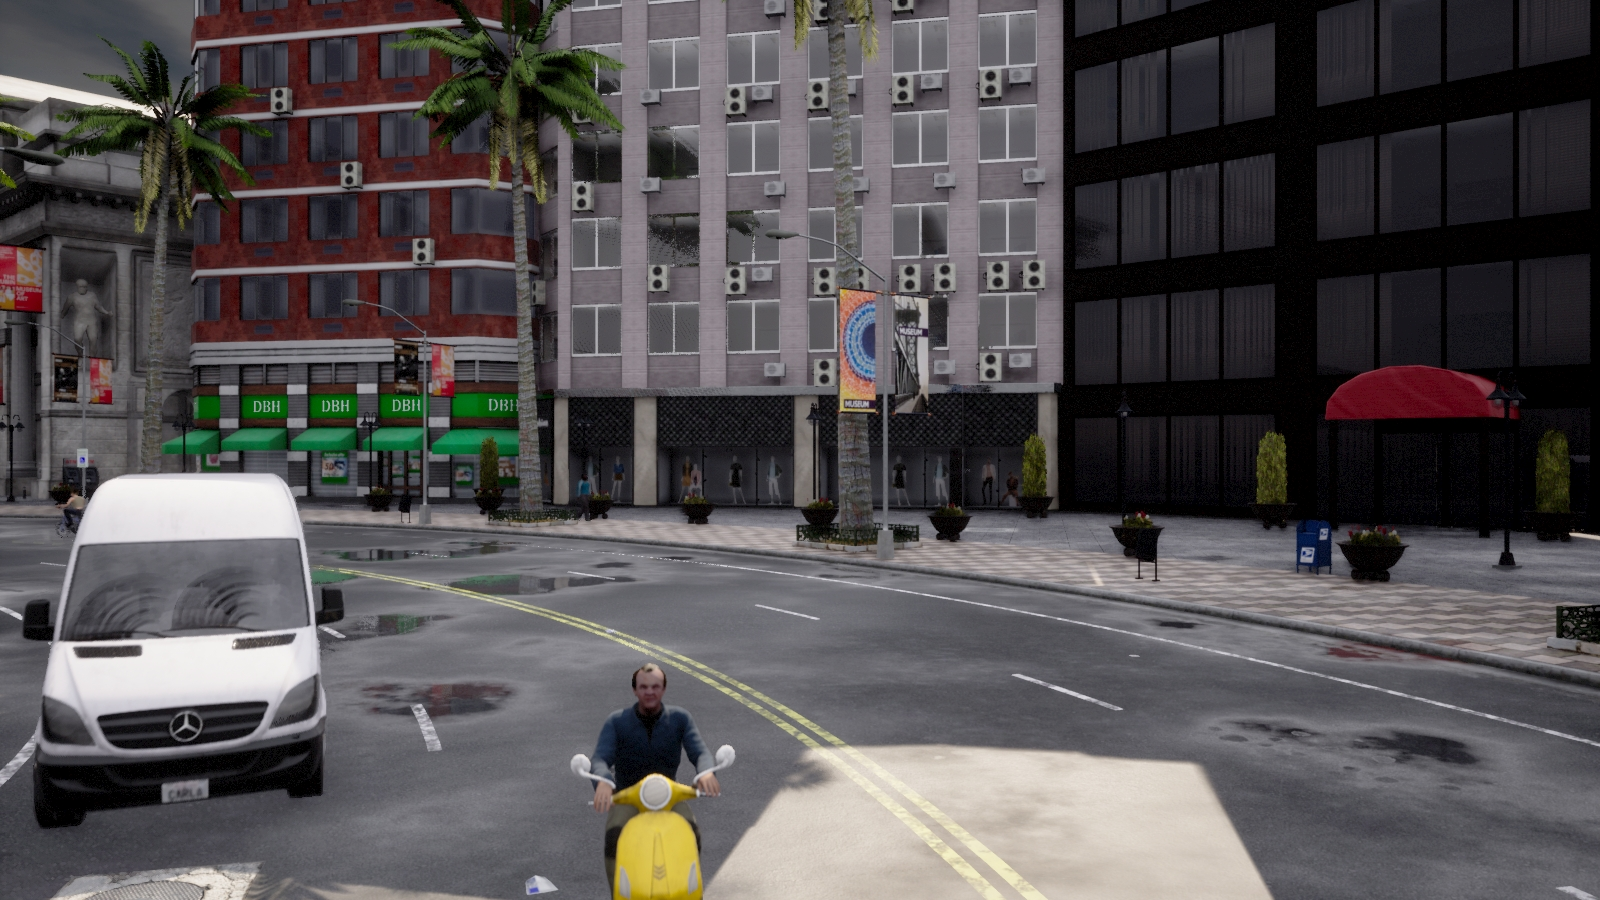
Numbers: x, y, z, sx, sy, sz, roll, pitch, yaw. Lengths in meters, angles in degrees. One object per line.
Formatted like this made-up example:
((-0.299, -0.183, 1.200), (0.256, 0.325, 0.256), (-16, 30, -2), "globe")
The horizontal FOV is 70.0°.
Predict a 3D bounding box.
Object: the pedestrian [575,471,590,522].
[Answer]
((-7.987, 1.697, 42.002), (0.375, 1.860, 0.375), (0, 0, 42), "pedestrian")

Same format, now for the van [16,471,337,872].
((-5.639, 1.534, 10.720), (1.988, 2.561, 5.915), (0, 0, -26), "van")
